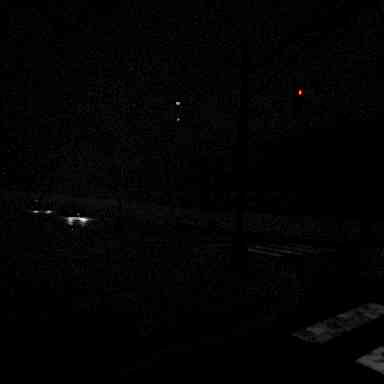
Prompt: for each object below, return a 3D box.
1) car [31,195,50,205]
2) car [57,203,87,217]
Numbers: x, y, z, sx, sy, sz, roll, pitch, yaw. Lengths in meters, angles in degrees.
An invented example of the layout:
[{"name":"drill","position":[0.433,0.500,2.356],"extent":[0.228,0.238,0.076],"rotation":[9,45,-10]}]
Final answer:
[{"name":"car","position":[-21.794,1.226,47.679],"extent":[2.097,1.767,4.553],"rotation":[4,-2,-36]},{"name":"car","position":[-12.577,1.839,34.591],"extent":[2.033,1.411,5.357],"rotation":[4,-2,-35]}]
